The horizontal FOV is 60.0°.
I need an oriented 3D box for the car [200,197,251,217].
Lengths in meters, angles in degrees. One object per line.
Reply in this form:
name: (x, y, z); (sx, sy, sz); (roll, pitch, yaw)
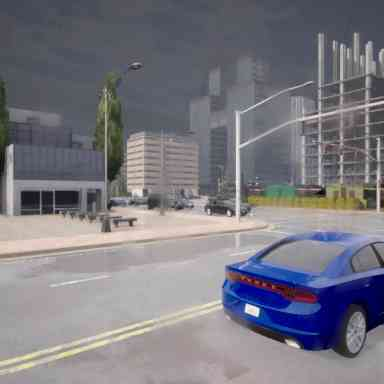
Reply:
car: (3.160, 1.505, 31.440); (1.837, 1.490, 4.892); (0, 0, -36)

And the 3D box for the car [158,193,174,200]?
car: (-6.809, 1.156, 87.176); (3.866, 1.878, 1.905); (0, 0, -38)

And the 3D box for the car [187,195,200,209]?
car: (-1.647, 1.491, 43.934); (2.128, 1.511, 4.902); (0, 0, -36)

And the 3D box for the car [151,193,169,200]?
car: (-8.535, 1.153, 89.499); (4.605, 1.855, 1.932); (0, 0, -38)

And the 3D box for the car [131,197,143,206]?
car: (-8.488, 1.564, 53.304); (1.994, 1.385, 4.181); (0, 0, -36)

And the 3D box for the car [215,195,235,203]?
car: (6.979, 1.395, 69.371); (3.806, 1.475, 1.970); (0, 0, -38)

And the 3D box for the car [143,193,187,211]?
car: (-3.421, 1.219, 40.429); (2.150, 2.045, 5.566); (0, 0, -36)

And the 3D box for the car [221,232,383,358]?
car: (2.766, 1.478, 6.126); (5.008, 1.535, 1.882); (0, 0, -38)

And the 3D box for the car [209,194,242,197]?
car: (4.243, 1.352, 35.886); (2.097, 1.767, 4.553); (0, 0, -36)

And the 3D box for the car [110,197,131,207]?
car: (-11.753, 1.526, 51.846); (1.812, 1.442, 4.674); (0, 0, -36)

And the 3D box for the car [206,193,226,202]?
car: (5.217, 1.156, 71.669); (3.866, 1.878, 1.905); (0, 0, -38)
